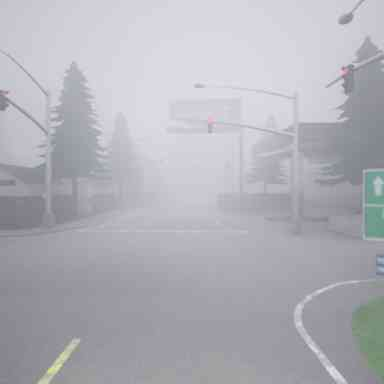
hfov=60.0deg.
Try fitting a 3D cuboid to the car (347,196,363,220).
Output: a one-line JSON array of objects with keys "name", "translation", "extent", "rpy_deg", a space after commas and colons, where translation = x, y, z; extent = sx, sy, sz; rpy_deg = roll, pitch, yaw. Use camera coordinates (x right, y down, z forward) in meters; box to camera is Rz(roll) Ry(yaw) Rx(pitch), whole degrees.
[{"name": "car", "translation": [14.421, 1.449, 25.362], "extent": [3.866, 1.878, 1.905], "rpy_deg": [0, 0, 0]}]

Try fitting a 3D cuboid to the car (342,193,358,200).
[{"name": "car", "translation": [35.059, 1.332, 72.176], "extent": [2.007, 1.523, 4.514], "rpy_deg": [0, 0, 0]}]

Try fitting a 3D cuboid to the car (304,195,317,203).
[{"name": "car", "translation": [22.639, 1.412, 64.411], "extent": [1.970, 1.475, 3.806], "rpy_deg": [0, 0, 0]}]
